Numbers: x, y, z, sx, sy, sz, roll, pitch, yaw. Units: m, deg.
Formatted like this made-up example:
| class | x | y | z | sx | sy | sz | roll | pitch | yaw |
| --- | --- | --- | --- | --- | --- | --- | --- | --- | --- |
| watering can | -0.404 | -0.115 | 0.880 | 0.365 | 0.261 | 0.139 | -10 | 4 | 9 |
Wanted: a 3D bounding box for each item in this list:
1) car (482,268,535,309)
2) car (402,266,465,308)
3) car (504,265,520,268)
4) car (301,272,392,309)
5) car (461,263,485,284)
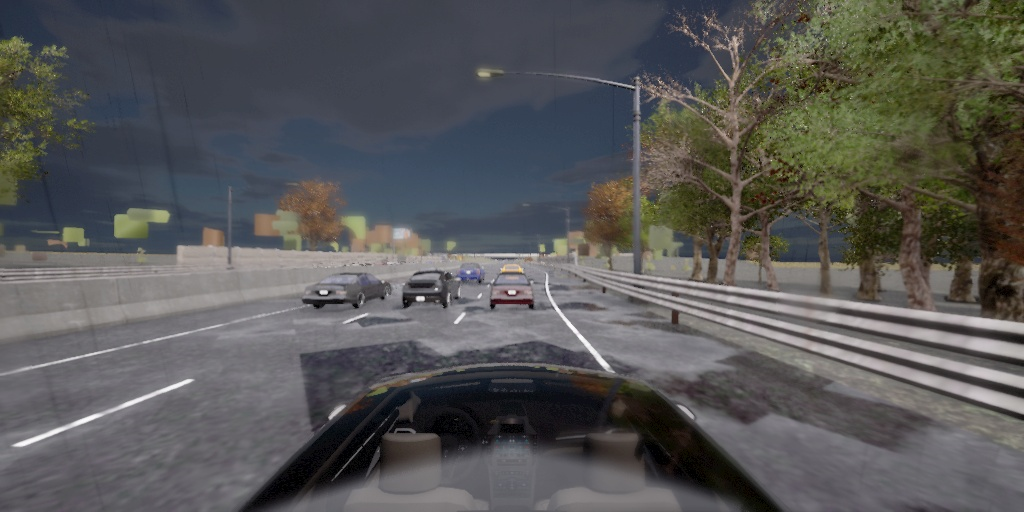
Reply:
| class | x | y | z | sx | sy | sz | roll | pitch | yaw |
| --- | --- | --- | --- | --- | --- | --- | --- | --- | --- |
| car | -0.002 | 1.430 | 15.838 | 2.033 | 1.411 | 5.357 | 0 | -1 | 0 |
| car | -3.498 | 1.394 | 16.151 | 1.837 | 1.490 | 4.892 | 0 | 0 | 0 |
| car | 0.000 | 1.514 | 31.321 | 1.882 | 1.535 | 5.008 | 0 | 0 | 0 |
| car | -7.002 | 1.430 | 15.836 | 2.033 | 1.411 | 5.357 | 0 | -1 | 0 |
| car | -3.504 | 1.382 | 30.928 | 2.097 | 1.767 | 4.553 | 0 | -1 | 0 |
